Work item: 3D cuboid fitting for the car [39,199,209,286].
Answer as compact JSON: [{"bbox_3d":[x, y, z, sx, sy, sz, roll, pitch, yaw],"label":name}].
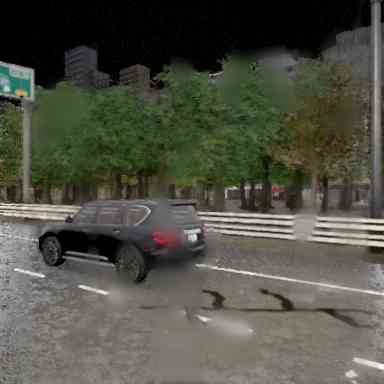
[{"bbox_3d":[-2.155,1.222,9.709,5.566,2.045,2.150,0,0,36],"label":"car"}]
